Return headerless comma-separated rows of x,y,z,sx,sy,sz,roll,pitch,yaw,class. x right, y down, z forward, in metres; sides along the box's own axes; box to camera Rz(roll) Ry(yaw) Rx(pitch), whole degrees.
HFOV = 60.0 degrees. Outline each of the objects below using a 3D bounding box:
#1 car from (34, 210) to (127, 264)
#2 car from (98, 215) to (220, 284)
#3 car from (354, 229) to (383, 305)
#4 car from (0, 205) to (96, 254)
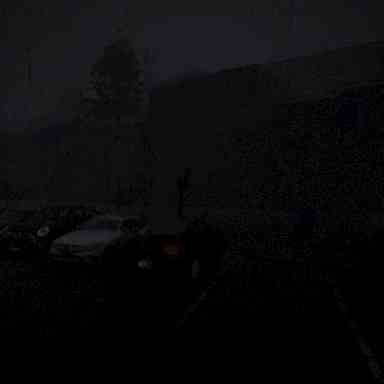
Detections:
-2.866,1.528,11.531,2.002,1.452,4.674,1,-1,16,car
-0.429,1.489,9.781,2.097,1.535,5.008,0,-1,16,car
4.458,1.515,6.271,2.163,1.488,4.792,1,-1,15,car
-5.299,1.359,13.304,2.185,1.767,4.553,1,-1,16,car
